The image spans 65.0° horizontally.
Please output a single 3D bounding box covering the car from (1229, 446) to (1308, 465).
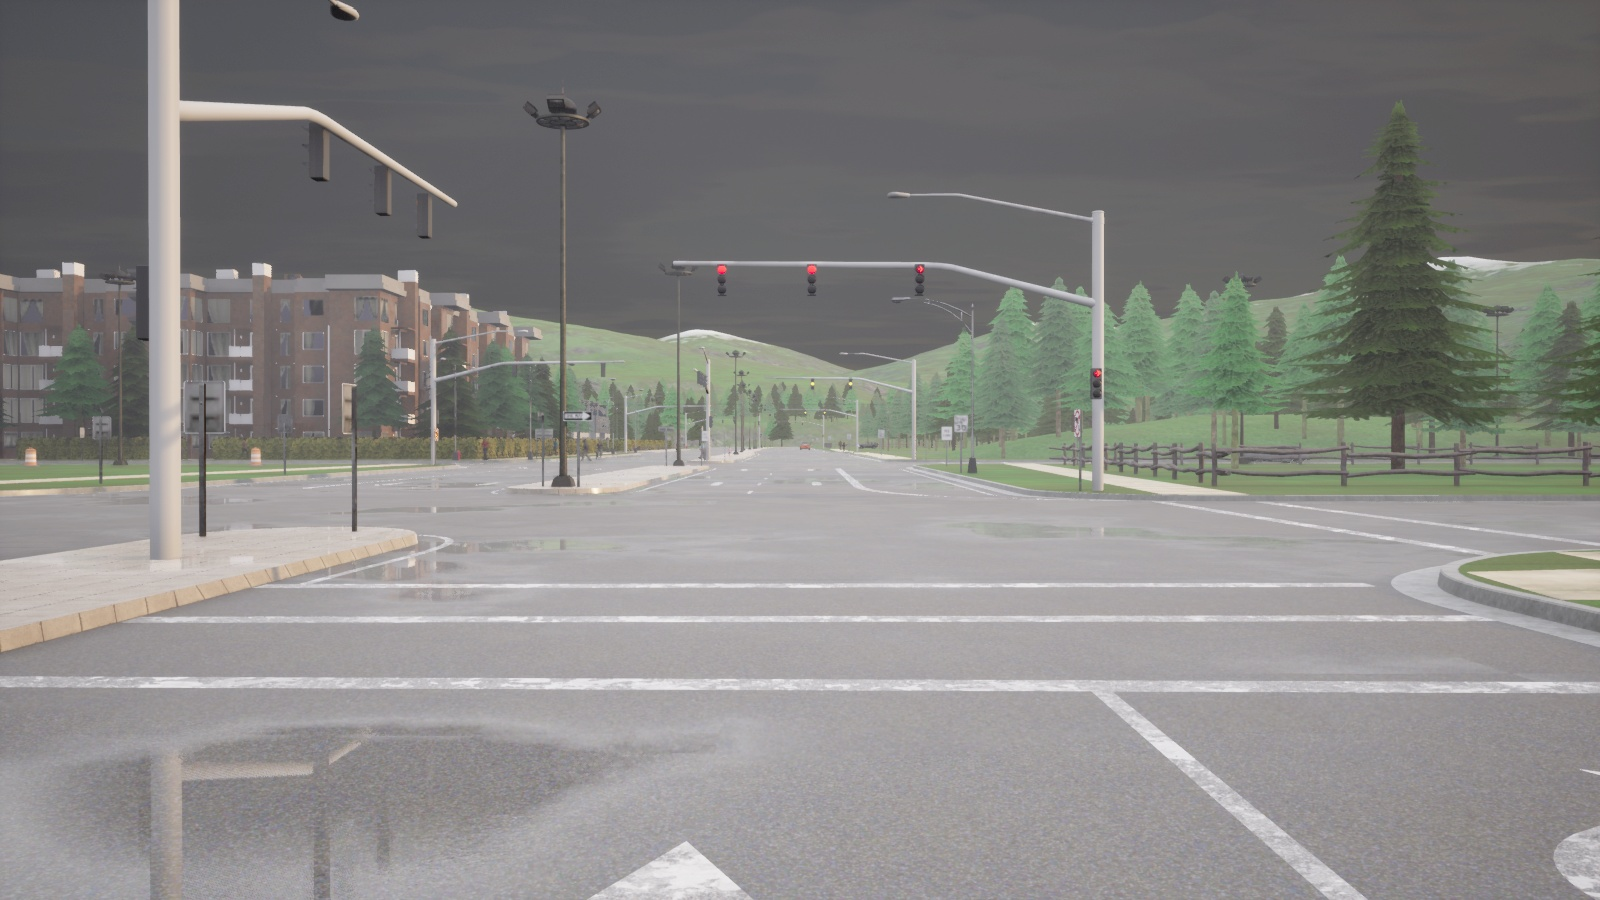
[{"bbox_3d":[32.384,0.383,86.876,4.718,1.301,1.895,0,0,0],"label":"car"}]
